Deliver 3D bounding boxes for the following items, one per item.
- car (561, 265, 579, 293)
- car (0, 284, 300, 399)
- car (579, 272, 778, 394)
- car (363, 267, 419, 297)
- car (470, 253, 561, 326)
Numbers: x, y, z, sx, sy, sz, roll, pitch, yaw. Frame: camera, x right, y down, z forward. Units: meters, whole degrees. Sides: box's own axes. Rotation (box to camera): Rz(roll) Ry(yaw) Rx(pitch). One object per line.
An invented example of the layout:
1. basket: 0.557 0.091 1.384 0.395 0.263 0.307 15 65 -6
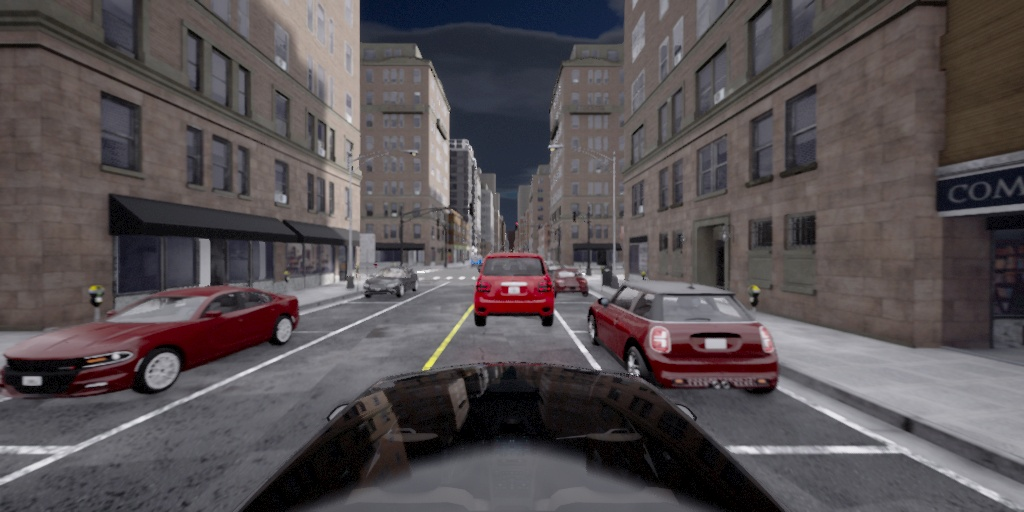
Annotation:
1. car: 2.666 1.243 17.824 1.802 1.307 4.207 0 0 0
2. car: -5.858 1.268 6.626 1.888 1.381 4.507 0 0 0
3. car: 2.668 1.162 6.636 1.967 1.591 4.097 0 0 0
4. car: -5.859 1.212 17.818 2.007 1.370 4.403 0 0 0
5. car: 0.056 0.917 11.492 2.150 2.045 5.566 0 0 0
